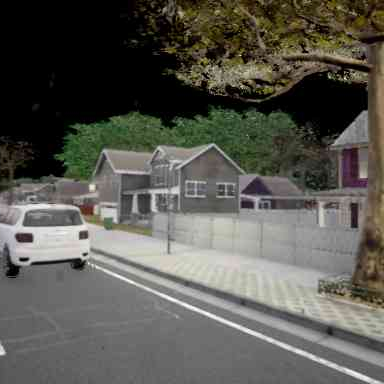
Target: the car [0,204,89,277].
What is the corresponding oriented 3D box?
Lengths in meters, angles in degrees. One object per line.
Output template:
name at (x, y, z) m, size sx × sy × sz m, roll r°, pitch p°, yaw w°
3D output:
car at (-5.282, 1.413, 11.227) m, size 2.150 × 2.045 × 5.566 m, roll 2°, pitch -2°, yaw -37°
